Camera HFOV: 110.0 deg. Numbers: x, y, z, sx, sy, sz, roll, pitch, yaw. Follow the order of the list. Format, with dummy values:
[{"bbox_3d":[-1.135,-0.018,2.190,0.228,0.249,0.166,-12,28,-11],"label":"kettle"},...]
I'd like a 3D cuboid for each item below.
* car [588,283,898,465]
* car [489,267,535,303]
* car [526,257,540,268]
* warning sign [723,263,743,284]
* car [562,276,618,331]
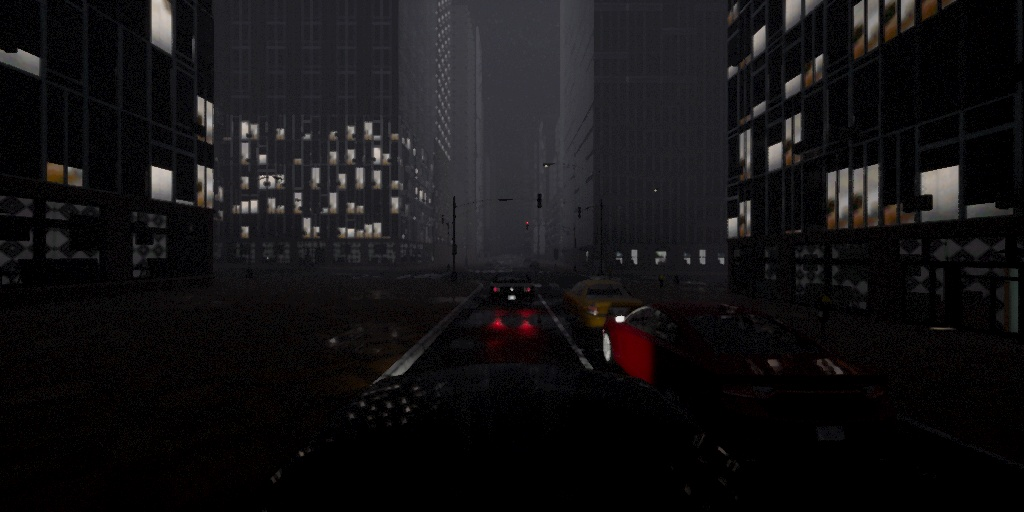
[{"bbox_3d":[2.565,1.293,5.119,1.888,1.381,4.507,0,0,0],"label":"car"},{"bbox_3d":[0.000,1.365,16.530,1.895,1.301,4.718,0,0,0],"label":"car"},{"bbox_3d":[3.870,1.326,61.775,1.948,1.339,4.313,0,0,0],"label":"car"},{"bbox_3d":[17.262,1.202,27.990,1.060,1.860,1.300,0,0,-3],"label":"warning sign"},{"bbox_3d":[2.565,1.273,10.841,1.751,1.417,4.829,0,0,0],"label":"car"}]
